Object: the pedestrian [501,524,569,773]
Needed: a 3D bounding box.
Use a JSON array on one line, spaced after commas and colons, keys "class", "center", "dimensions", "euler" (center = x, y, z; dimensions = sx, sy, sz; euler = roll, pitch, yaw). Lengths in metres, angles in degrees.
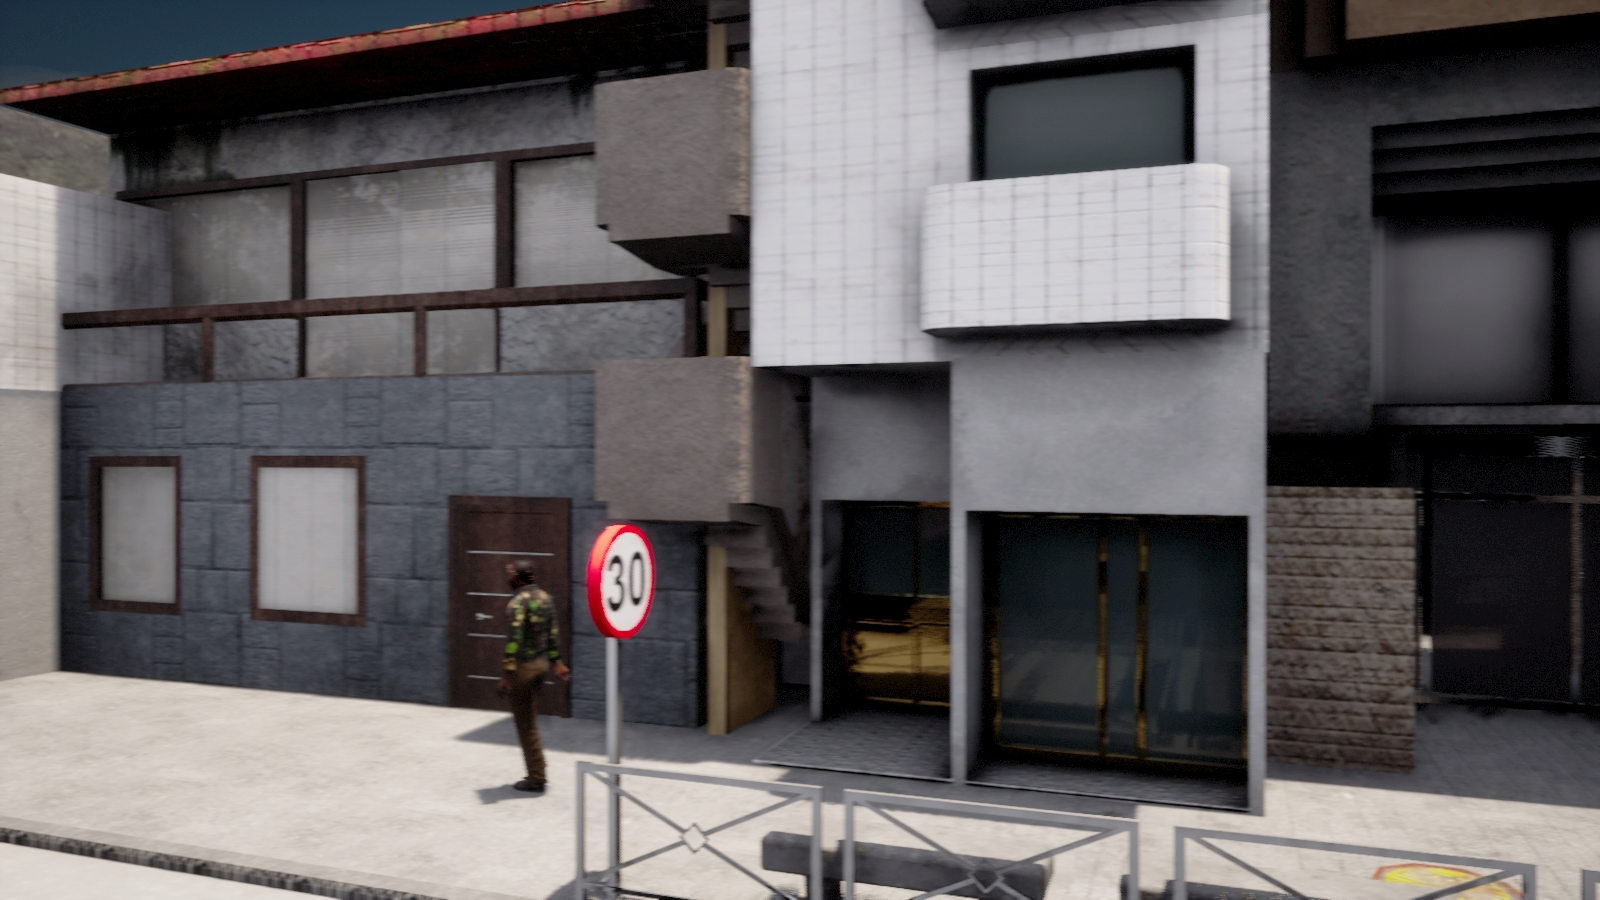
[{"class": "pedestrian", "center": [-2.066, 1.525, 8.934], "dimensions": [0.375, 1.860, 0.375], "euler": [0, 0, 20]}]
